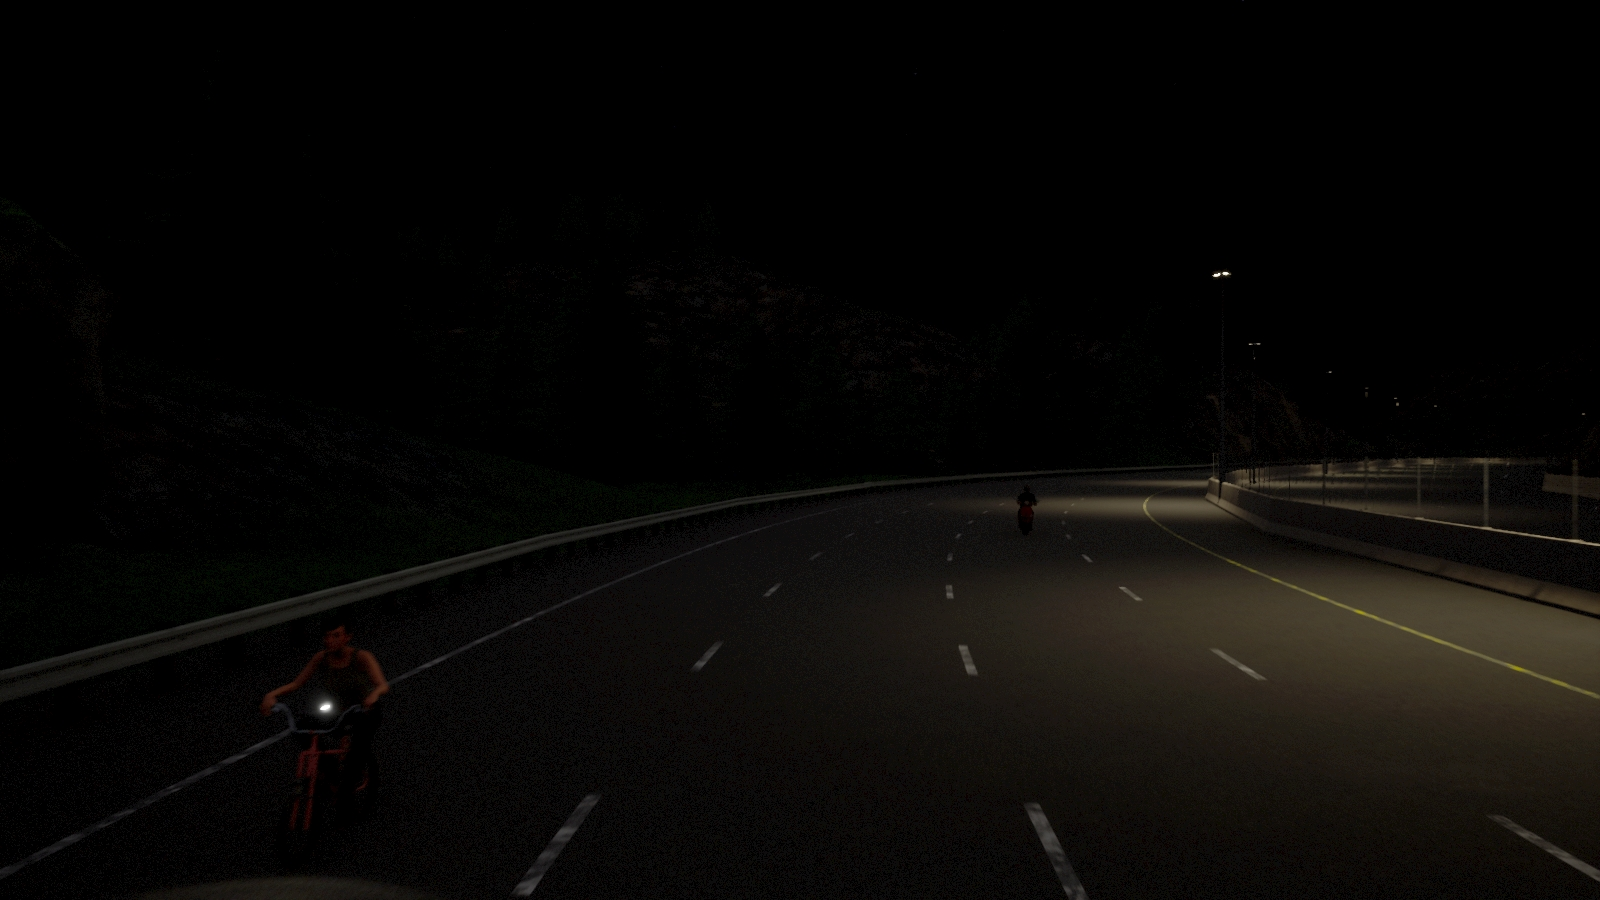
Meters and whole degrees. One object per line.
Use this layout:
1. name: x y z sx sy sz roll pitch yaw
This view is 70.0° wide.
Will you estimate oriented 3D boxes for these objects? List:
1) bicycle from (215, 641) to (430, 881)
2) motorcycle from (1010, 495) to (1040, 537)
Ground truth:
1. bicycle: -3.337 2.139 8.148 0.859 1.295 1.487 0 0 3
2. motorcycle: 7.426 2.172 37.776 0.856 1.236 1.805 3 1 10
